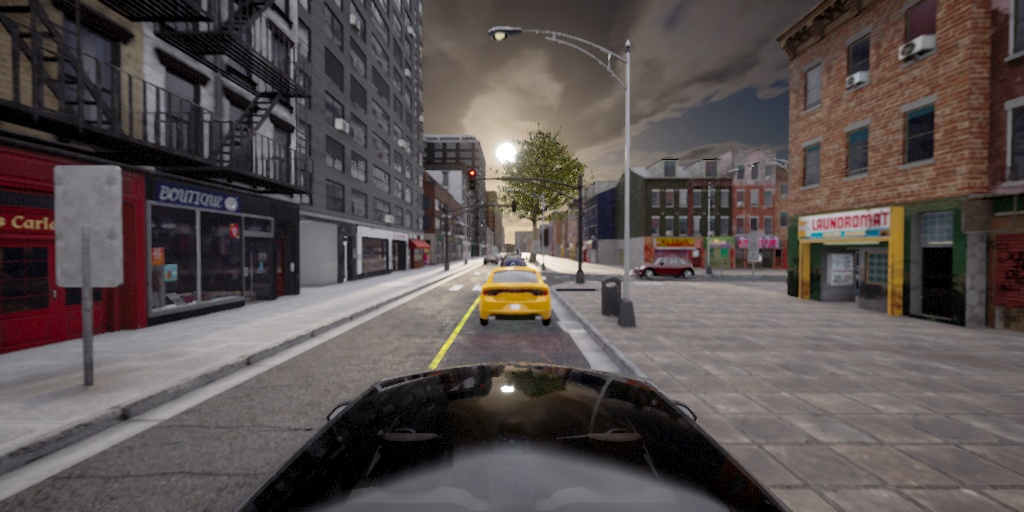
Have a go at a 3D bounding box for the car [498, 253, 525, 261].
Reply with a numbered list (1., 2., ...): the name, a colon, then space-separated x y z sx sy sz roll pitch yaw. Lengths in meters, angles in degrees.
1. car: 0.094 0.556 31.889 2.097 1.767 4.553 0 1 0

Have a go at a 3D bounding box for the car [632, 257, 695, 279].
1. car: 10.921 0.819 26.152 4.097 1.591 1.967 0 0 0

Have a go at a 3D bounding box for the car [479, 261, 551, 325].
1. car: 0.086 1.056 11.133 1.882 1.535 5.008 0 0 0

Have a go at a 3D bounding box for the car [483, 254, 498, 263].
1. car: -2.843 0.460 48.257 2.033 1.411 5.357 0 1 0
